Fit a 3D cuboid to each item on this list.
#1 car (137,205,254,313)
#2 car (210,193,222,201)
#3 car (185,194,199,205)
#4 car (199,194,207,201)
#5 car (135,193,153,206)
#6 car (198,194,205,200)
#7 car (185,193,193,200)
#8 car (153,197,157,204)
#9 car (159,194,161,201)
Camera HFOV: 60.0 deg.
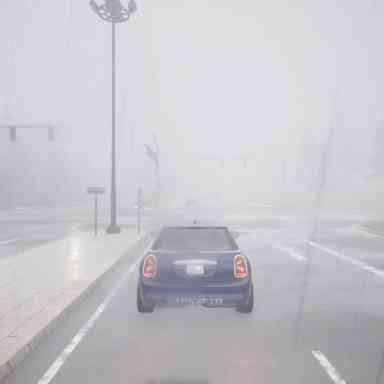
[{"bbox_3d":[0.071,1.352,7.826,2.097,1.767,4.553,0,0,0],"label":"car"},{"bbox_3d":[6.356,1.215,84.937,2.150,2.045,5.566,0,0,-1],"label":"car"},{"bbox_3d":[-0.161,1.526,54.646,1.812,1.442,4.674,0,0,-1],"label":"car"},{"bbox_3d":[2.851,1.513,85.208,1.812,1.442,4.674,0,0,-1],"label":"car"},{"bbox_3d":[-8.270,1.352,56.005,2.097,1.767,4.553,0,0,-1],"label":"car"},{"bbox_3d":[2.686,1.442,95.532,1.882,1.535,5.008,0,0,-1],"label":"car"},{"bbox_3d":[-0.814,1.189,95.506,2.150,2.045,5.566,0,0,-1],"label":"car"},{"bbox_3d":[-8.374,1.547,66.511,2.033,1.411,5.357,0,0,0],"label":"car"},{"bbox_3d":[-8.526,1.225,77.419,2.150,2.045,5.566,0,0,-1],"label":"car"}]
